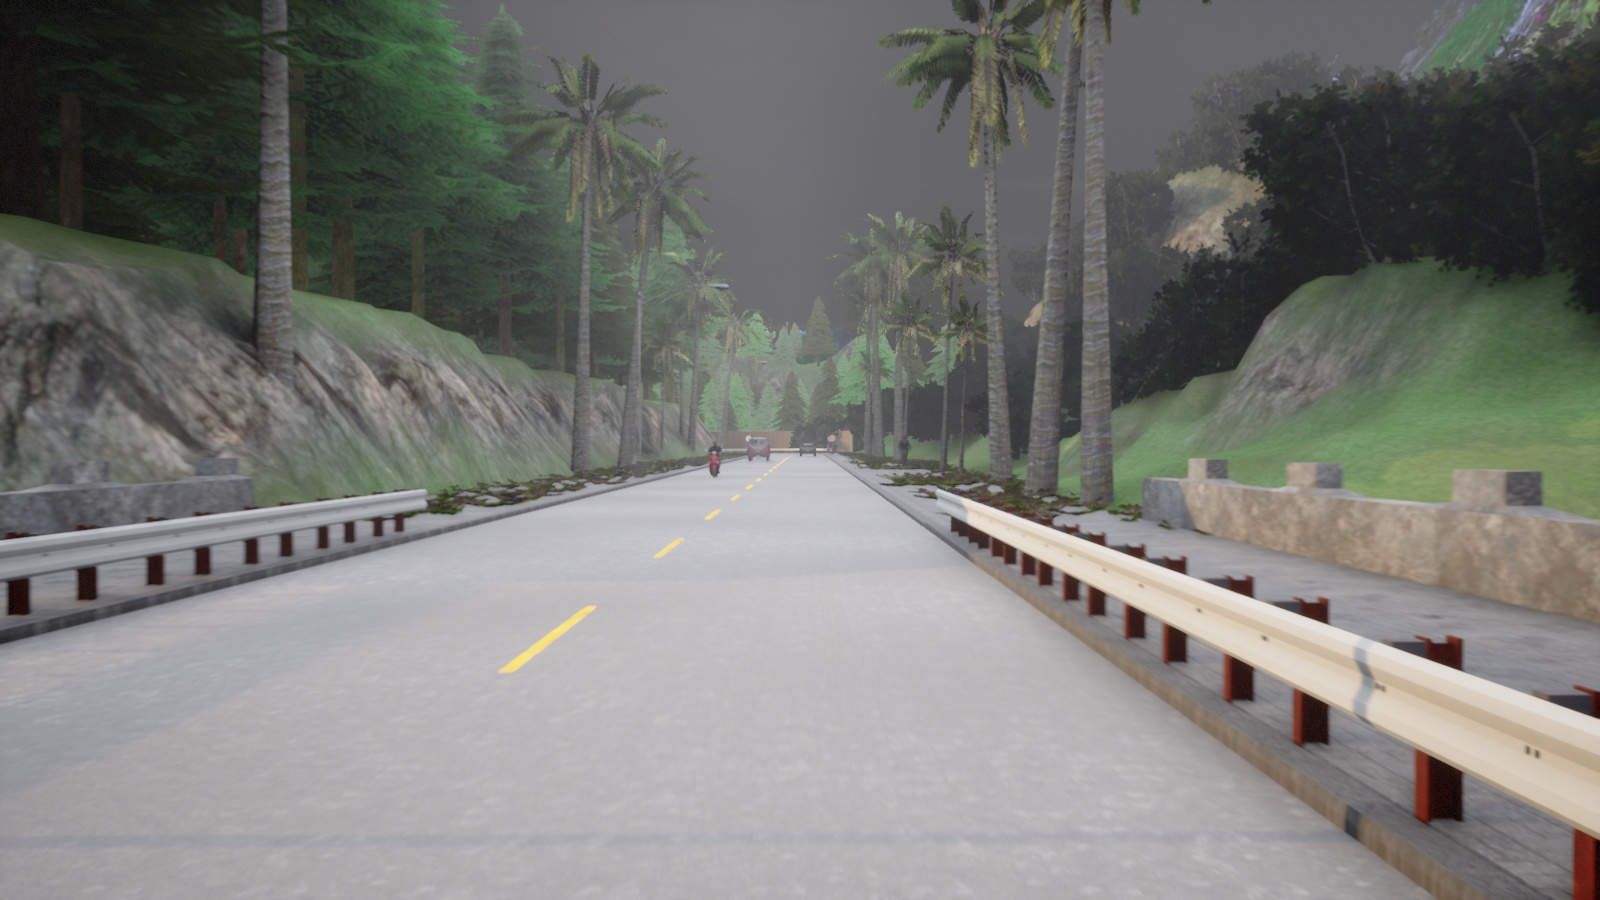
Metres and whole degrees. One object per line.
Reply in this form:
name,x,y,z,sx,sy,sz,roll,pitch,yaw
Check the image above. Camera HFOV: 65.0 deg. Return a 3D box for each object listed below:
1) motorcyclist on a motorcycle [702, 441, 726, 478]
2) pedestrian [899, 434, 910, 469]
motorcyclist on a motorcycle,-3.681,0.397,53.777,0.866,1.590,1.817,0,0,0
pedestrian,5.744,0.068,69.012,0.563,1.883,0.849,0,0,1
